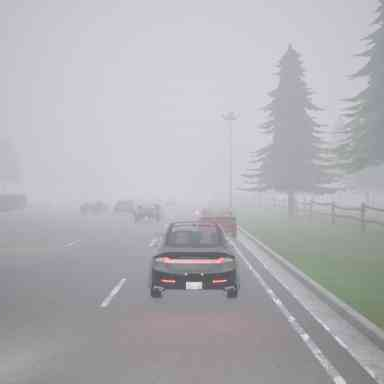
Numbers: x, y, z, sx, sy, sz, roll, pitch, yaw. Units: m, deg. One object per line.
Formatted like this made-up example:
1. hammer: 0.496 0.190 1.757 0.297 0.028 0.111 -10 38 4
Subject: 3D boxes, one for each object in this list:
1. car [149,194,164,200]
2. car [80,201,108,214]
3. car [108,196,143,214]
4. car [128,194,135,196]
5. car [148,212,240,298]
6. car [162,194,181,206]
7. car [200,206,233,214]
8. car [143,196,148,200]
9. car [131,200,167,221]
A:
1. car: -6.860 1.344 65.184 2.097 1.767 4.553 0 0 0
2. car: -10.378 1.597 35.791 1.895 1.301 4.718 0 0 0
3. car: -6.879 1.488 35.026 2.128 1.511 4.902 0 0 0
4. car: -13.950 1.347 77.147 2.097 1.767 4.553 0 0 0
5. car: 0.057 1.491 8.480 2.128 1.511 4.902 0 0 0
6. car: -3.364 1.542 55.334 2.033 1.411 5.357 0 0 0
7. car: 1.236 1.476 17.821 1.882 1.535 5.008 0 0 0
8. car: -10.388 1.592 70.379 1.895 1.301 4.718 0 0 0
9. car: -3.384 1.598 26.922 1.895 1.301 4.718 0 0 0
